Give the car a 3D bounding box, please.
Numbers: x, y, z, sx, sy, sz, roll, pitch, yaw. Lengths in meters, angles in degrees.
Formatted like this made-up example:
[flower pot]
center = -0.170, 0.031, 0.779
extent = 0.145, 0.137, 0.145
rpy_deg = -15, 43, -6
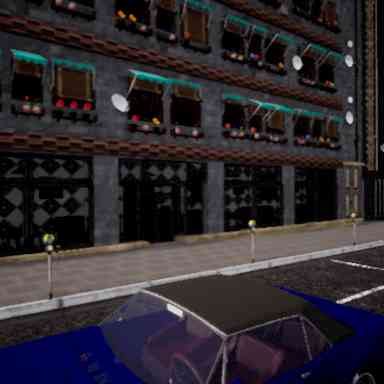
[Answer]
[car]
center = -0.042, 1.601, 3.037
extent = 4.718, 1.301, 1.895
rpy_deg = 0, 0, -35
